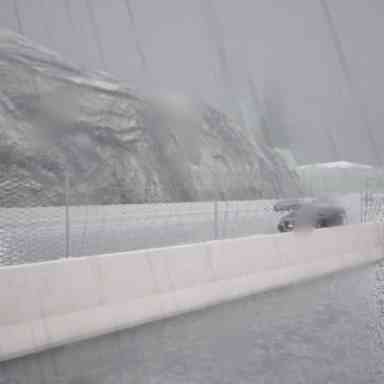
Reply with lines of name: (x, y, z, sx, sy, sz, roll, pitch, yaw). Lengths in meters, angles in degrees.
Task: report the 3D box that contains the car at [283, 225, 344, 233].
car: (6.568, 1.528, 18.249, 4.181, 1.385, 1.994, 0, 0, -41)
